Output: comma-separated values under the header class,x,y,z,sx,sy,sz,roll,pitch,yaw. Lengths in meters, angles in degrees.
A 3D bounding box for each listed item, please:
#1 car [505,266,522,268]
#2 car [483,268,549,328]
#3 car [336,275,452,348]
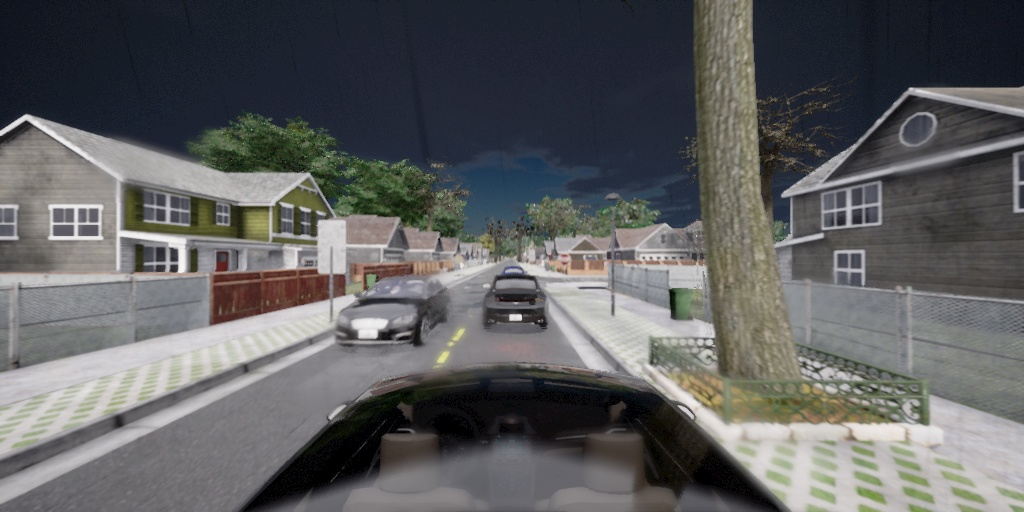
class,x,y,z,sx,sy,sz,roll,pitch,yaw
car,0.103,1.416,24.487,1.812,1.442,4.674,0,0,0
car,0.102,1.319,11.585,1.837,1.490,4.892,0,0,0
car,-2.821,1.291,9.527,2.128,1.511,4.902,0,0,0
